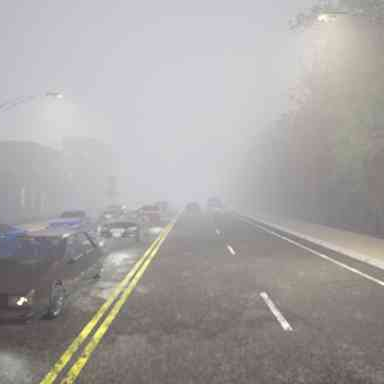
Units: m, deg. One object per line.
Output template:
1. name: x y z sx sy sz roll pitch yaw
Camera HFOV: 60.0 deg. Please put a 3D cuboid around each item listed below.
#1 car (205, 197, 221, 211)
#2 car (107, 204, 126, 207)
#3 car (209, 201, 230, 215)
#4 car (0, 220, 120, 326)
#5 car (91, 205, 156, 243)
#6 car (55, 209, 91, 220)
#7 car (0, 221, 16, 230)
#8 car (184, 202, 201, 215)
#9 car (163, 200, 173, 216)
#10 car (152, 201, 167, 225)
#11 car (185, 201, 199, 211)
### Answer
1. car: 3.253 1.749 49.736 2.150 2.045 5.566 0 0 0
2. car: -6.584 1.799 29.029 2.128 1.511 4.902 0 -1 0
3. car: 3.347 2.019 39.367 1.895 1.301 4.718 0 -1 0
4. car: -3.352 1.630 7.722 2.033 1.411 5.357 0 -1 0
5. car: -3.347 1.676 17.334 2.128 1.511 4.902 0 -1 0
6. car: -6.601 1.727 18.902 1.812 1.442 4.674 0 -1 0
7. car: -6.602 1.581 9.639 1.882 1.535 5.008 0 -1 0
8. car: 0.101 1.905 40.250 1.882 1.535 5.008 0 -1 0
9. car: -3.303 1.745 37.043 2.097 1.767 4.553 0 -1 0
10. car: -3.342 1.764 26.976 1.882 1.535 5.008 0 -1 0
11. car: 0.001 2.136 50.624 1.895 1.301 4.718 0 -1 0
